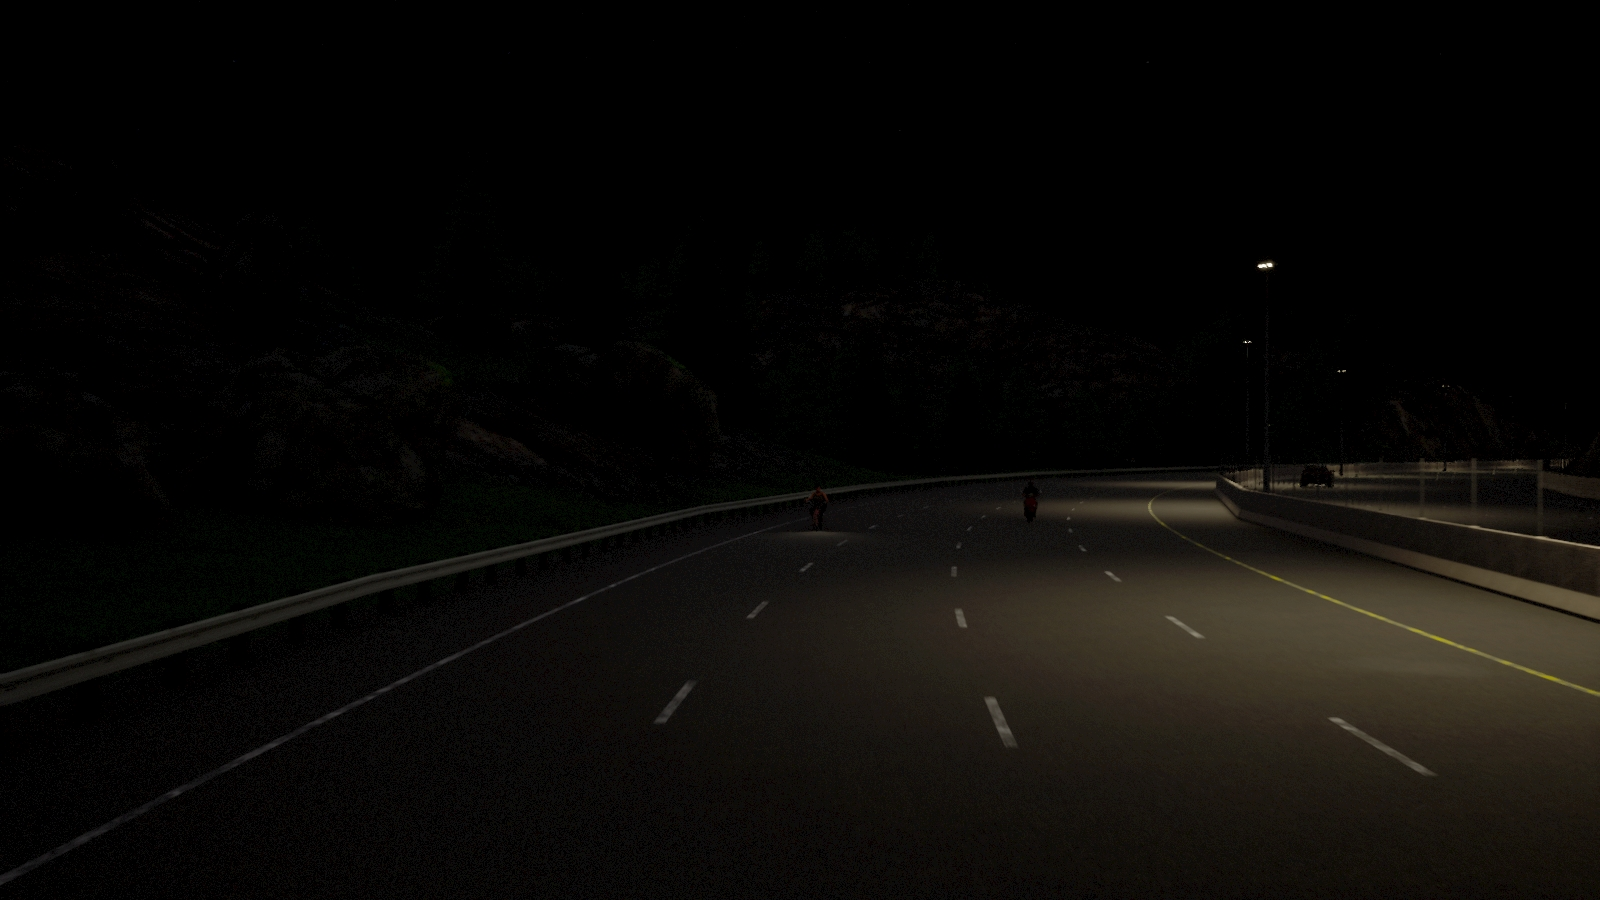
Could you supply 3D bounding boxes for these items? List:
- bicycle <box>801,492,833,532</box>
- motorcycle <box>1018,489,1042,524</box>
[{"bbox_3d":[0.602,2.149,39.662,0.859,1.295,1.487,1,0,11],"label":"bicycle"},{"bbox_3d":[9.011,2.192,44.757,0.856,1.236,1.805,1,0,13],"label":"motorcycle"}]
